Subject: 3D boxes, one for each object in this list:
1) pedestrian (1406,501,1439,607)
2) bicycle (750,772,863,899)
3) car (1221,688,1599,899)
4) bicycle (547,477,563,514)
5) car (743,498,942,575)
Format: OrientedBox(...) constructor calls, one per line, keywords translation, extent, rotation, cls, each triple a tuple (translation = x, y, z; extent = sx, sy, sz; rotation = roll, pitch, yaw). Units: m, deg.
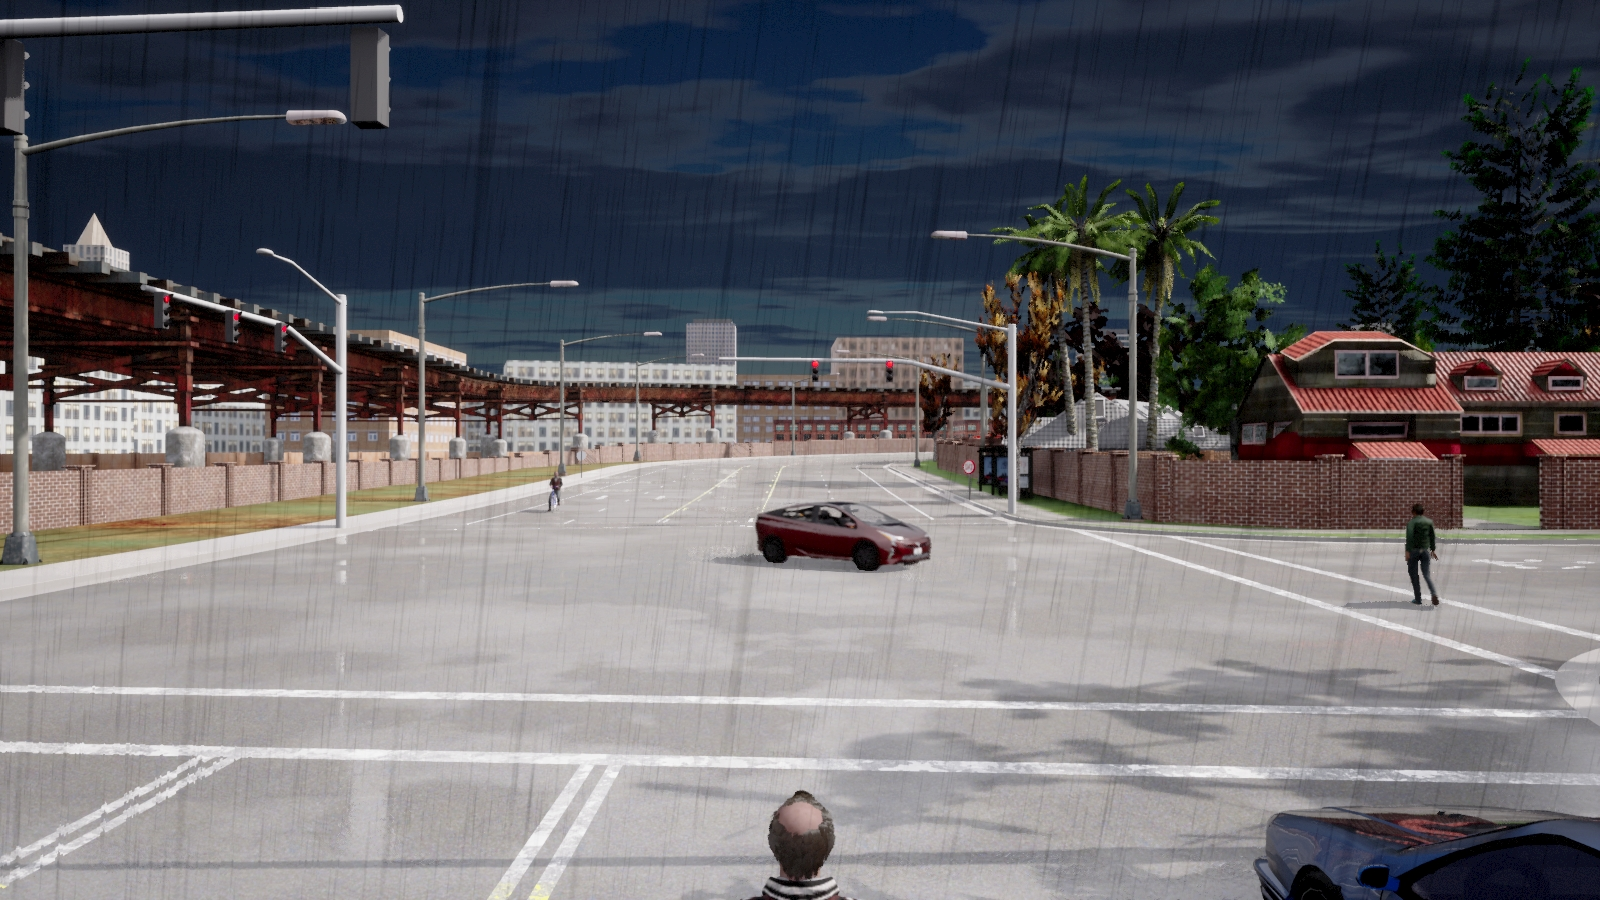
OrientedBox(translation=(11.105, 1.848, 20.400), extent=(0.375, 1.860, 0.375), rotation=(0, 0, -3), cls="pedestrian")
OrientedBox(translation=(0.019, 2.048, 3.681), extent=(0.329, 1.496, 1.835), rotation=(0, 0, 0), cls="bicycle")
OrientedBox(translation=(3.467, 2.106, 4.038), extent=(2.033, 1.411, 5.357), rotation=(0, 0, 1), cls="car")
OrientedBox(translation=(-10.519, 1.934, 49.111), extent=(0.329, 1.496, 1.835), rotation=(0, 0, 0), cls="bicycle")
OrientedBox(translation=(0.975, 2.024, 27.745), extent=(4.514, 1.525, 2.007), rotation=(0, 0, 39), cls="car")
